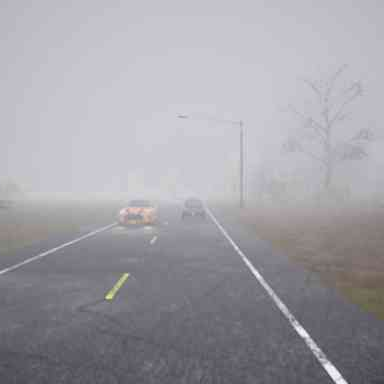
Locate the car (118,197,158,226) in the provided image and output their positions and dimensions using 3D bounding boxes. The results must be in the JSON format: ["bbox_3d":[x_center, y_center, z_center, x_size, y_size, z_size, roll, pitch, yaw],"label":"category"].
[{"bbox_3d":[-3.599,1.263,22.769,2.097,1.767,4.553,0,0,0],"label":"car"}]

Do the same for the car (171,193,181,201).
[{"bbox_3d":[-3.500,1.011,73.109,2.097,1.767,4.553,0,0,0],"label":"car"}]

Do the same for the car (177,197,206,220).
[{"bbox_3d":[0.100,1.387,26.505,2.128,1.511,4.902,0,0,0],"label":"car"}]
